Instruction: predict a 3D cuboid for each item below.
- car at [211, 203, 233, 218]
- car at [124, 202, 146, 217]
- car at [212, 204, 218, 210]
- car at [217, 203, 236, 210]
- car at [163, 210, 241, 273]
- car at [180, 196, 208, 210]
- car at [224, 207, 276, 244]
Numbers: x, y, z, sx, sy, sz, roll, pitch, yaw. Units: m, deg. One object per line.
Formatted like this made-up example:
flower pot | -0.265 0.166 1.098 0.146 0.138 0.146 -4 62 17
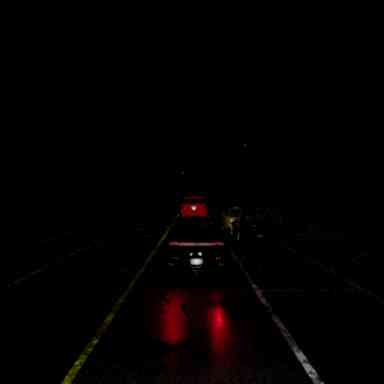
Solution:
car | 2.934 1.763 33.021 1.802 1.307 4.206 -1 0 0
car | -5.612 1.724 33.037 1.887 1.381 4.507 -1 0 0
car | 2.921 1.718 27.436 1.947 1.339 4.313 -1 0 0
car | 2.909 1.649 22.020 1.752 1.417 4.829 -1 0 0
car | 0.119 1.556 10.854 2.128 1.511 4.902 0 0 0
car | 0.154 1.378 28.343 2.150 2.045 5.566 0 0 0
car | 2.896 1.644 16.264 2.008 1.369 4.403 -1 0 0
